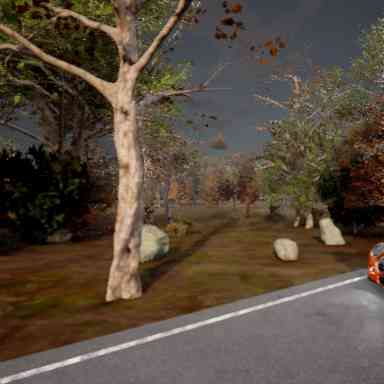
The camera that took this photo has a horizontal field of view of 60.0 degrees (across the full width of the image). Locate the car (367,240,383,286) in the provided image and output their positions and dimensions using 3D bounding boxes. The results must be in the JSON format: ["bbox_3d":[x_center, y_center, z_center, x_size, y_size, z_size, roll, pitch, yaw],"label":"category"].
[{"bbox_3d":[6.317,1.367,8.199,4.553,1.767,2.097,0,0,-36],"label":"car"}]
